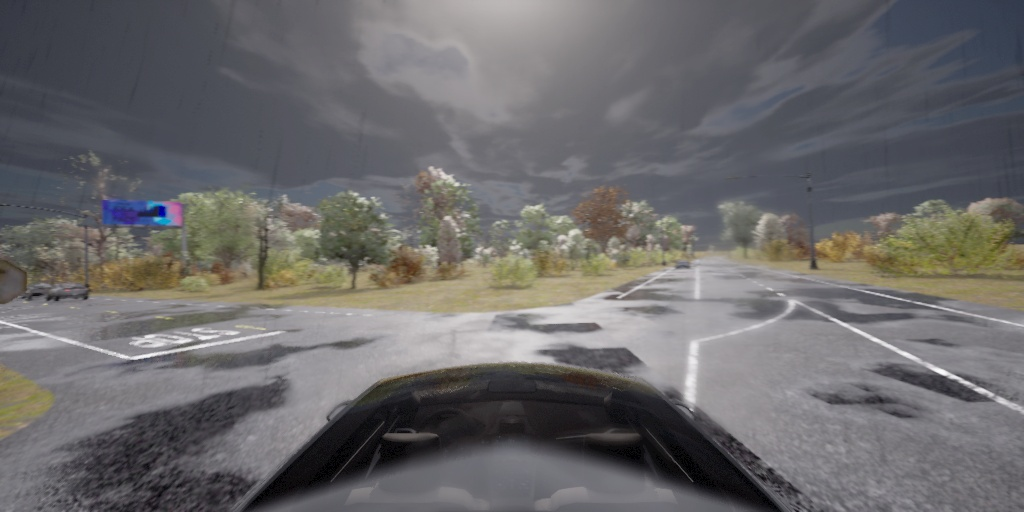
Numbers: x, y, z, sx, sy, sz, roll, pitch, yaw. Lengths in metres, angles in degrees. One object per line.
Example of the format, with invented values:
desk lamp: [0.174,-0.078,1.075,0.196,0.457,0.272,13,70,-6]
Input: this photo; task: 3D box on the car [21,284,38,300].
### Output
car: [-46.815,3.474,35.559,4.892,1.490,1.837,-3,-1,29]

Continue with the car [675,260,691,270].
car: [24.991,1.259,52.450,1.994,1.385,4.181,-3,-1,28]

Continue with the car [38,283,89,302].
car: [-38.138,3.076,30.737,4.902,1.511,2.128,-3,-1,29]
